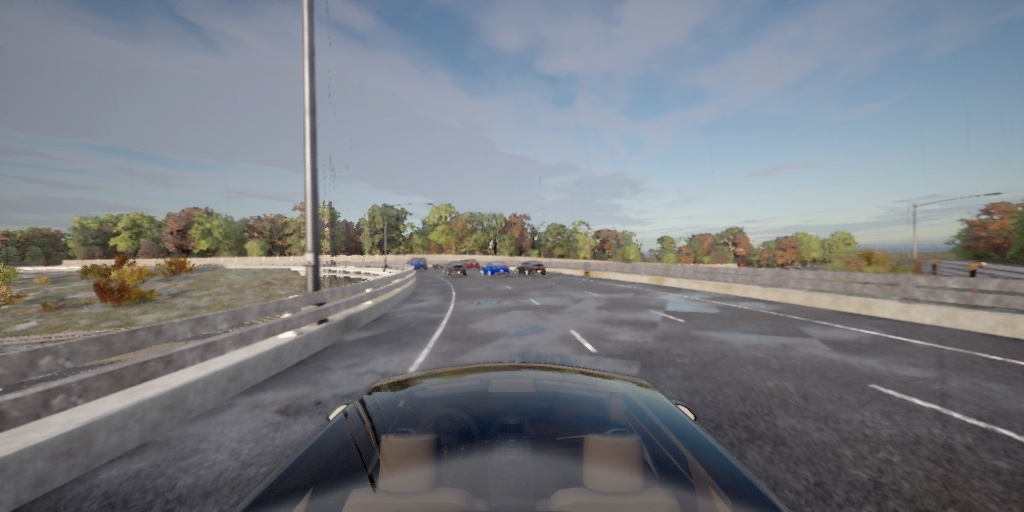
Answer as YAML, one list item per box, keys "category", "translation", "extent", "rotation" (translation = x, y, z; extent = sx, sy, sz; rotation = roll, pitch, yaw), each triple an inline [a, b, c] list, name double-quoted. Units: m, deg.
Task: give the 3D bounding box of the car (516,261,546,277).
- category: "car"
  translation: [1.849, 1.225, 36.061]
  extent: [1.837, 1.490, 4.892]
  rotation: [-1, -1, -17]

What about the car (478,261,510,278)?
- category: "car"
  translation: [-1.682, 1.263, 35.585]
  extent: [1.882, 1.535, 5.008]
  rotation: [-1, 0, -17]

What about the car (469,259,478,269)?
- category: "car"
  translation: [-6.741, 1.231, 56.236]
  extent: [2.097, 1.767, 4.553]
  rotation: [-1, 0, -29]

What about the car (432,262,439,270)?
- category: "car"
  translation: [-11.153, 1.561, 56.975]
  extent: [1.895, 1.301, 4.718]
  rotation: [-1, 0, -30]

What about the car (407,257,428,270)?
- category: "car"
  translation: [-14.976, 1.250, 56.544]
  extent: [2.150, 2.045, 5.566]
  rotation: [-1, 0, -31]

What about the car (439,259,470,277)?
- category: "car"
  translation: [-6.068, 1.369, 37.611]
  extent: [1.837, 1.490, 4.892]
  rotation: [-1, 0, -19]
